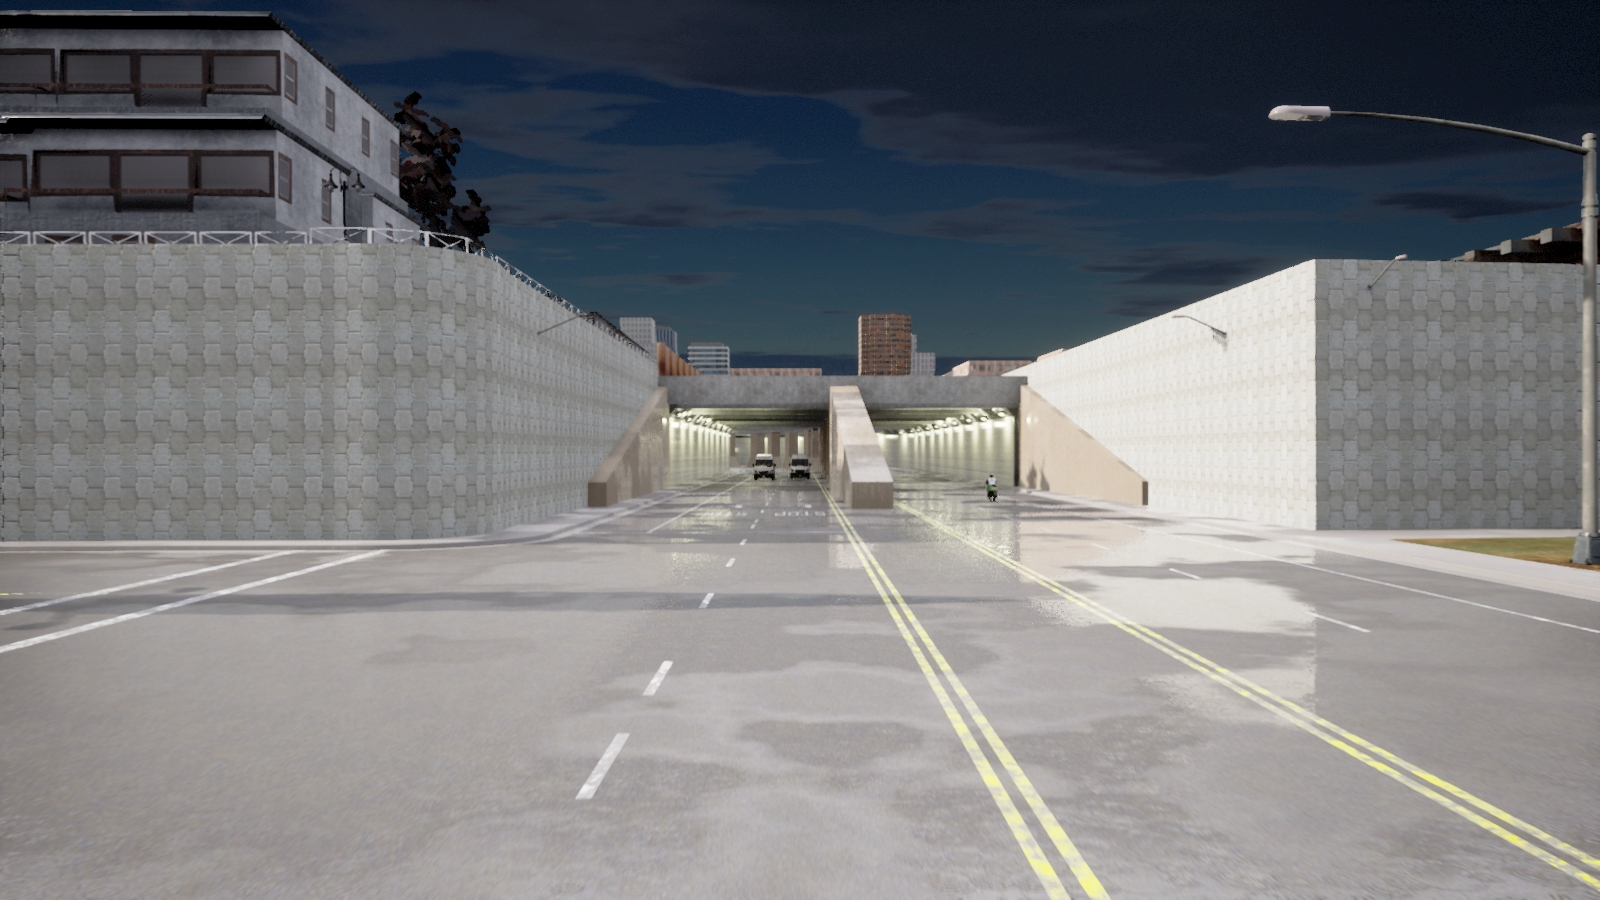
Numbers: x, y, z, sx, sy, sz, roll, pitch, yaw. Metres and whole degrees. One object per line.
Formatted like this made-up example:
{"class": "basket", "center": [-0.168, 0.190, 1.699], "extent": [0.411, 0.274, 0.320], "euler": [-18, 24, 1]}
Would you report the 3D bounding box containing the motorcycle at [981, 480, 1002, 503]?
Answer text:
{"class": "motorcycle", "center": [10.486, 2.267, 62.601], "extent": [0.803, 1.145, 2.033], "euler": [0, 0, 0]}
